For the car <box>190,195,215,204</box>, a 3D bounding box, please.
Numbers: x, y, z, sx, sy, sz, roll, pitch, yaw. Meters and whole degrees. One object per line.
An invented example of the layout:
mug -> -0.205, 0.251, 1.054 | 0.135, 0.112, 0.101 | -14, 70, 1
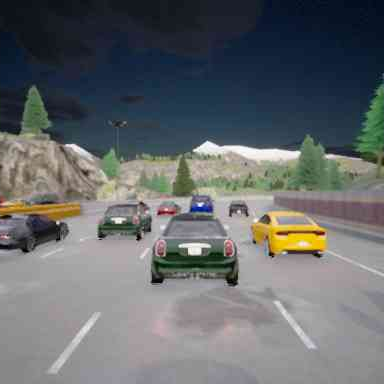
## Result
car -> 1.048, 1.324, 32.699 | 2.150, 2.045, 5.566 | 0, 0, 6

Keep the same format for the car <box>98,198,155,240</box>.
car -> -3.372, 1.407, 17.542 | 2.097, 1.767, 4.553 | 0, 0, 1

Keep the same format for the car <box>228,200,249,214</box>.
car -> 4.723, 1.611, 33.753 | 1.837, 1.490, 4.892 | 0, 0, 7

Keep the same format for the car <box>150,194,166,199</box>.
car -> -7.401, 1.453, 80.864 | 2.150, 2.045, 5.566 | 0, 0, 23

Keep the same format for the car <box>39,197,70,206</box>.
car -> -15.818, 1.688, 39.736 | 1.994, 1.385, 4.181 | 0, 0, 9

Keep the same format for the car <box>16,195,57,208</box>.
car -> -19.014, 1.351, 42.002 | 2.150, 2.045, 5.566 | 0, 0, 9

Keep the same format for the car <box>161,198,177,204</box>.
car -> -2.255, 1.671, 34.231 | 1.994, 1.385, 4.181 | 0, 0, 7

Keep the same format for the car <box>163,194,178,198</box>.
car -> -4.387, 1.783, 79.021 | 1.994, 1.385, 4.181 | 0, 0, 23

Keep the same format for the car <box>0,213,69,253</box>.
car -> -6.910, 1.590, 13.775 | 2.033, 1.411, 5.357 | 0, 0, 0

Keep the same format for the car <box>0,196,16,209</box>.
car -> -22.411, 1.611, 42.782 | 1.882, 1.535, 5.008 | 0, 0, 10

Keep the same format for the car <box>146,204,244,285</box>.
car -> 0.074, 1.382, 9.758 | 2.097, 1.767, 4.553 | 0, 0, 0

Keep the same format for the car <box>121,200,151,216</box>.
car -> -5.739, 1.634, 34.616 | 1.812, 1.442, 4.674 | 0, 0, 7

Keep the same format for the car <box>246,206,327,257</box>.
car -> 3.587, 1.519, 13.156 | 1.882, 1.535, 5.008 | 0, 0, 0
